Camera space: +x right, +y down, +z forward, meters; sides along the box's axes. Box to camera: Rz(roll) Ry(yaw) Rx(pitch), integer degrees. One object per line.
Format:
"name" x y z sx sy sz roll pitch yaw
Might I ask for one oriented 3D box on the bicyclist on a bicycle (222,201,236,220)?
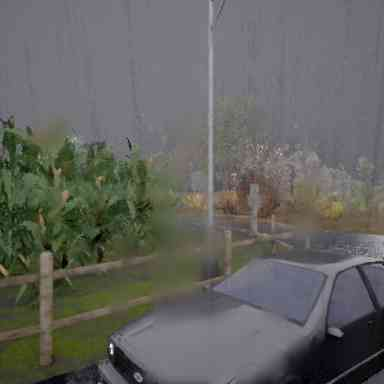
"bicyclist on a bicycle" 3.297 1.635 29.594 1.656 1.620 0.582 0 0 -35

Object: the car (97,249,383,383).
"car" 1.593 1.554 4.480 5.357 1.411 2.033 0 0 -37
